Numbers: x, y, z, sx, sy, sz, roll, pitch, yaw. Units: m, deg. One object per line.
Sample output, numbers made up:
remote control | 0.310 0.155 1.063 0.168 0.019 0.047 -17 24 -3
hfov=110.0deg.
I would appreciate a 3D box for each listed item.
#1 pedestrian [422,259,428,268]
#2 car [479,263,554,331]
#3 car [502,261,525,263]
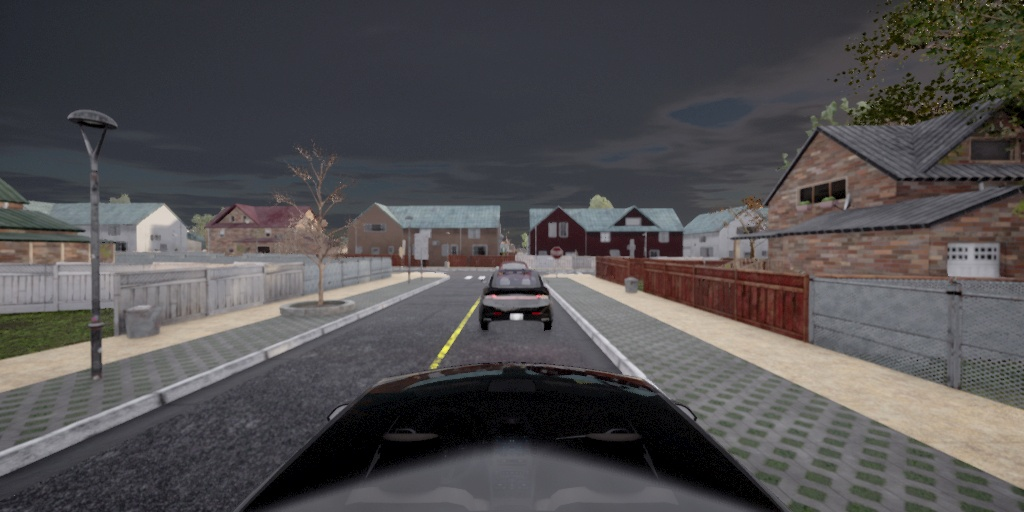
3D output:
pedestrian | -9.353 0.346 38.374 0.375 1.860 0.375 0 0 1
car | 0.101 1.131 10.523 2.128 1.511 4.902 0 1 0
car | 0.099 0.998 20.111 1.882 1.535 5.008 0 1 0
